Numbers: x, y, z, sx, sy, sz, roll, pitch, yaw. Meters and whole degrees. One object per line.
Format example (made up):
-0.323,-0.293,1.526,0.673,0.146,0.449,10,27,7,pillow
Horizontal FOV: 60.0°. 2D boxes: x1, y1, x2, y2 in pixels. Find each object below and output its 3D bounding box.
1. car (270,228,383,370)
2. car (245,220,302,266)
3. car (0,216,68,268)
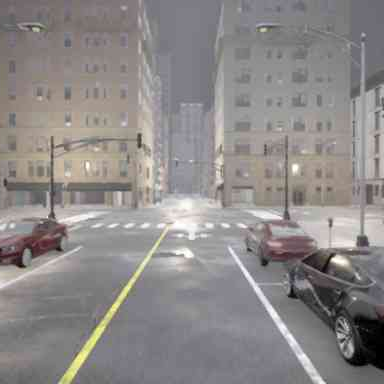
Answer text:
2.867,1.565,5.639,1.947,1.339,4.313,-1,0,0,car
2.868,1.580,11.225,1.802,1.307,4.206,-1,0,0,car
-5.677,1.543,11.223,1.887,1.381,4.507,-1,0,0,car
